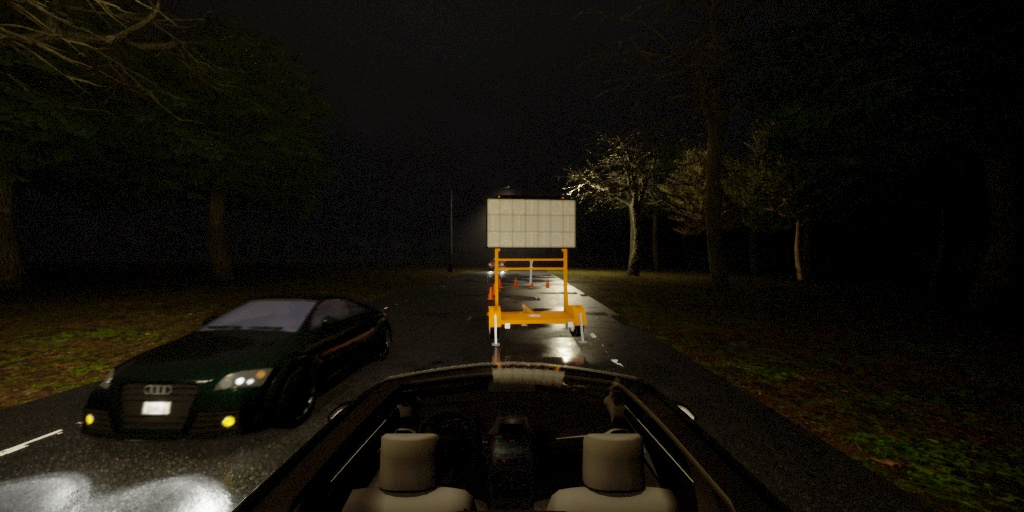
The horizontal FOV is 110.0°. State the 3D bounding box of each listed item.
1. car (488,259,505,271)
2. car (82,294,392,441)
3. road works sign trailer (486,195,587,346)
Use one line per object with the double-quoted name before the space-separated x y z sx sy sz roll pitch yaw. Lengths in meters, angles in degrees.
"car" -2.047 1.138 48.391 2.097 1.767 4.553 0 0 2
"car" -3.436 1.312 5.521 1.994 1.385 4.181 0 0 2
"road works sign trailer" 0.490 0.212 9.520 2.380 3.560 2.880 0 0 -6
